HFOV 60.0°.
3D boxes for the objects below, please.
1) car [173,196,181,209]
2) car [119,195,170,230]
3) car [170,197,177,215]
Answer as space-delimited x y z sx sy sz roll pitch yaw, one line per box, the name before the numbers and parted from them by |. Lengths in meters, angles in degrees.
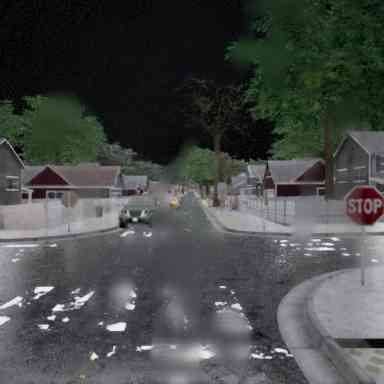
car | -2.785 1.467 44.695 1.882 1.535 5.008 0 0 0
car | -3.062 1.217 21.728 2.150 2.045 5.566 0 0 4
car | -2.806 1.519 33.334 1.812 1.442 4.674 0 0 0
